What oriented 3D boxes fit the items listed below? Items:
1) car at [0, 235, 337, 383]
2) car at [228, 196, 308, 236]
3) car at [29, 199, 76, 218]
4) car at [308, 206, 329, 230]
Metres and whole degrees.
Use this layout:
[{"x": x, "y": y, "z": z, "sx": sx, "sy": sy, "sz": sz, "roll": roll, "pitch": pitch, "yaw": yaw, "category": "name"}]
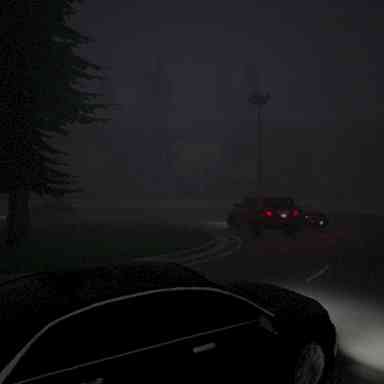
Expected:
[{"x": -0.445, "y": 1.504, "z": 3.436, "sx": 4.892, "sy": 1.490, "sz": 1.837, "roll": 0, "pitch": 0, "yaw": -36, "category": "car"}, {"x": 3.808, "y": 1.225, "z": 18.512, "sx": 2.150, "sy": 2.045, "sz": 5.566, "roll": 1, "pitch": 0, "yaw": -12, "category": "car"}, {"x": -13.045, "y": 1.353, "z": 30.488, "sx": 4.553, "sy": 1.767, "sz": 2.097, "roll": 0, "pitch": 0, "yaw": -22, "category": "car"}, {"x": 6.484, "y": 1.530, "z": 20.885, "sx": 1.812, "sy": 1.442, "sz": 4.674, "roll": 1, "pitch": 0, "yaw": -20, "category": "car"}]
